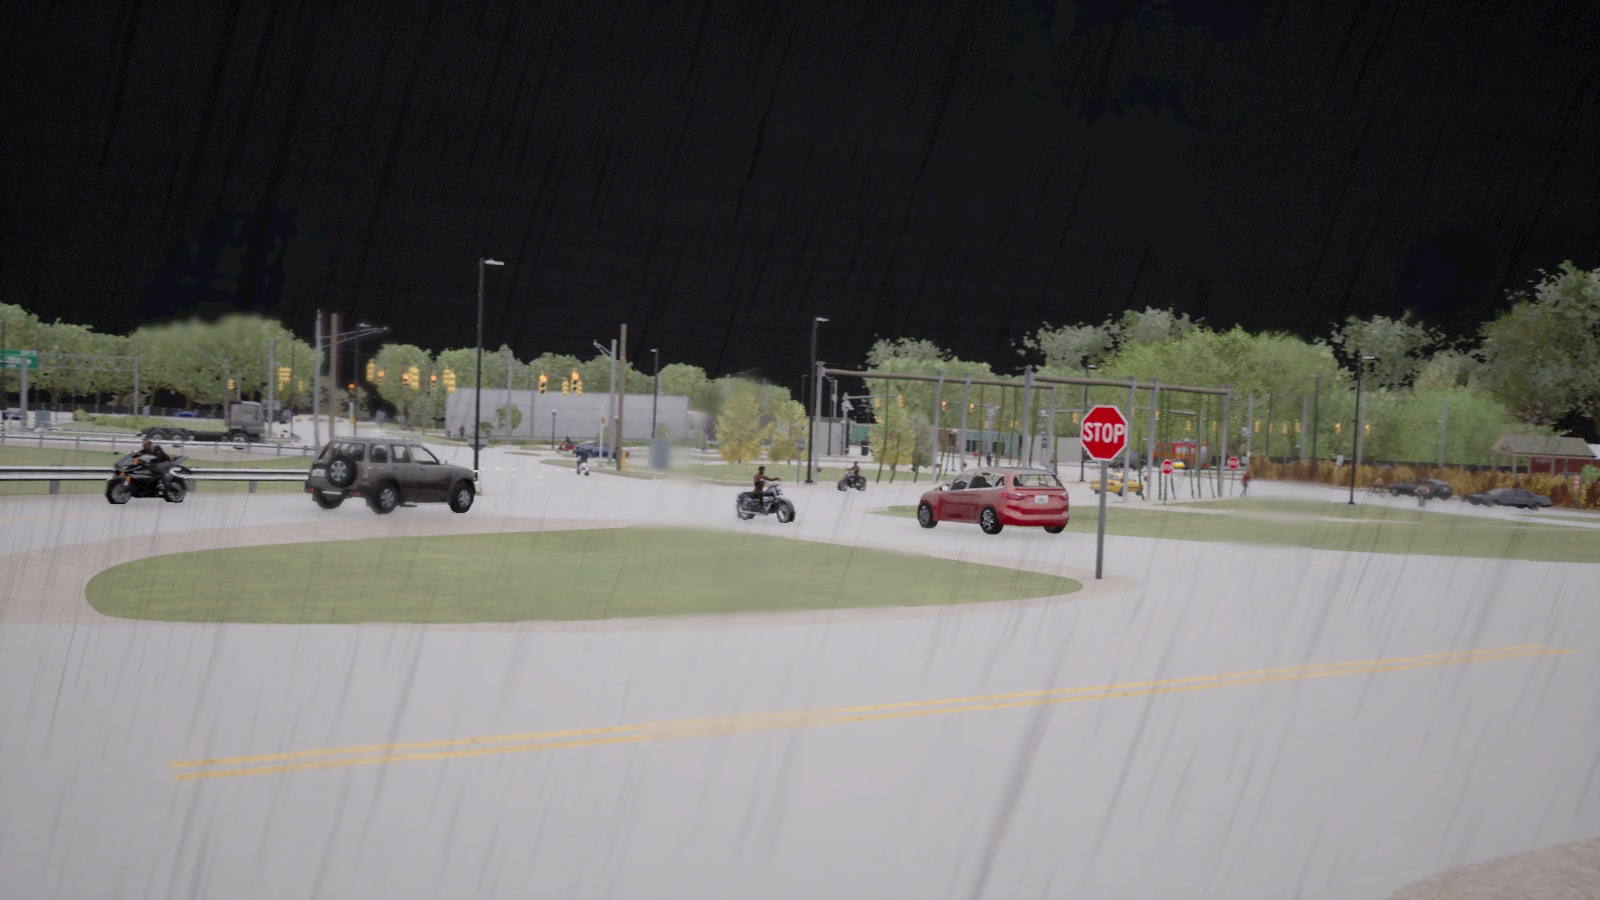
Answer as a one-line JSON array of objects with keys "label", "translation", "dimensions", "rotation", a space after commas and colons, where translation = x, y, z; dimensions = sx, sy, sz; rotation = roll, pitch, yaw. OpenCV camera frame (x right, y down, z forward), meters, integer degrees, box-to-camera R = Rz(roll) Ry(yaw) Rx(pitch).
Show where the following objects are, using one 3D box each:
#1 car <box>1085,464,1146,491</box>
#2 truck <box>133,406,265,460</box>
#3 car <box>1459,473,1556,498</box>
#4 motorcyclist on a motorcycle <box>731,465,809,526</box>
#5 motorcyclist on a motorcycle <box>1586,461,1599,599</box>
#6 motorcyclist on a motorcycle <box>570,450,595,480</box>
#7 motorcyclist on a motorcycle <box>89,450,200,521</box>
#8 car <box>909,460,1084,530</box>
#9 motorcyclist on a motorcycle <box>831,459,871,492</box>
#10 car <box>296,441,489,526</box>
[{"label": "car", "translation": [20.218, 1.723, 80.265], "dimensions": [1.801, 1.575, 5.366], "rotation": [3, 2, 37]}, {"label": "truck", "translation": [-41.202, -1.140, 86.253], "dimensions": [7.936, 3.462, 2.891], "rotation": [1, 1, -26]}, {"label": "car", "translation": [47.964, 2.407, 85.210], "dimensions": [5.357, 1.411, 2.033], "rotation": [2, 1, -2]}, {"label": "motorcyclist on a motorcycle", "translation": [-0.870, 1.264, 35.676], "dimensions": [0.766, 1.649, 2.350], "rotation": [-2, 1, -44]}, {"label": "motorcyclist on a motorcycle", "translation": [9.996, 0.892, 13.771], "dimensions": [2.191, 1.530, 0.866], "rotation": [0, 1, 3]}, {"label": "motorcyclist on a motorcycle", "translation": [-12.042, 0.836, 69.437], "dimensions": [0.866, 1.590, 1.817], "rotation": [0, 1, -28]}, {"label": "motorcyclist on a motorcycle", "translation": [-15.021, 0.798, 28.835], "dimensions": [0.866, 1.530, 2.191], "rotation": [2, 0, 20]}, {"label": "car", "translation": [4.992, 1.110, 32.611], "dimensions": [2.242, 1.667, 4.611], "rotation": [0, -1, -26]}, {"label": "motorcyclist on a motorcycle", "translation": [2.681, 1.328, 65.382], "dimensions": [0.766, 1.649, 2.350], "rotation": [3, 2, 38]}, {"label": "car", "translation": [-9.920, 0.800, 30.986], "dimensions": [1.932, 1.855, 4.605], "rotation": [3, 0, 22]}]
